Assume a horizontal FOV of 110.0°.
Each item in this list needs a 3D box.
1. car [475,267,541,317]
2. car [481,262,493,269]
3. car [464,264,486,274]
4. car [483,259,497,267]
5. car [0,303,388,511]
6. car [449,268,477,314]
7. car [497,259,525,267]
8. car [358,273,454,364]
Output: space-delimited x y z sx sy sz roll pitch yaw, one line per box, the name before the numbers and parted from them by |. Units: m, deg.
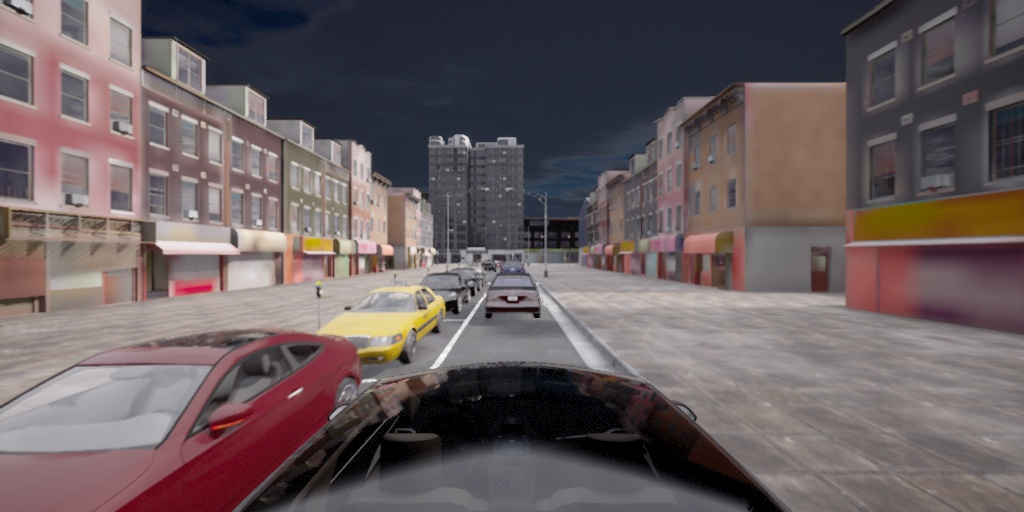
car | 0.040 1.302 13.101 2.033 1.411 5.357 0 0 0
car | -2.650 1.311 24.642 2.007 1.370 4.403 0 0 0
car | -2.647 1.324 19.190 1.948 1.339 4.313 0 0 0
car | -2.772 1.277 43.993 1.837 1.490 4.892 0 0 0
car | -2.638 1.332 2.834 1.802 1.307 4.207 0 0 0
car | -2.644 1.321 13.738 1.948 1.339 4.313 0 0 0
car | 0.055 1.116 31.515 2.097 1.767 4.553 0 0 0
car | -2.641 1.278 8.116 1.751 1.417 4.829 0 0 0
